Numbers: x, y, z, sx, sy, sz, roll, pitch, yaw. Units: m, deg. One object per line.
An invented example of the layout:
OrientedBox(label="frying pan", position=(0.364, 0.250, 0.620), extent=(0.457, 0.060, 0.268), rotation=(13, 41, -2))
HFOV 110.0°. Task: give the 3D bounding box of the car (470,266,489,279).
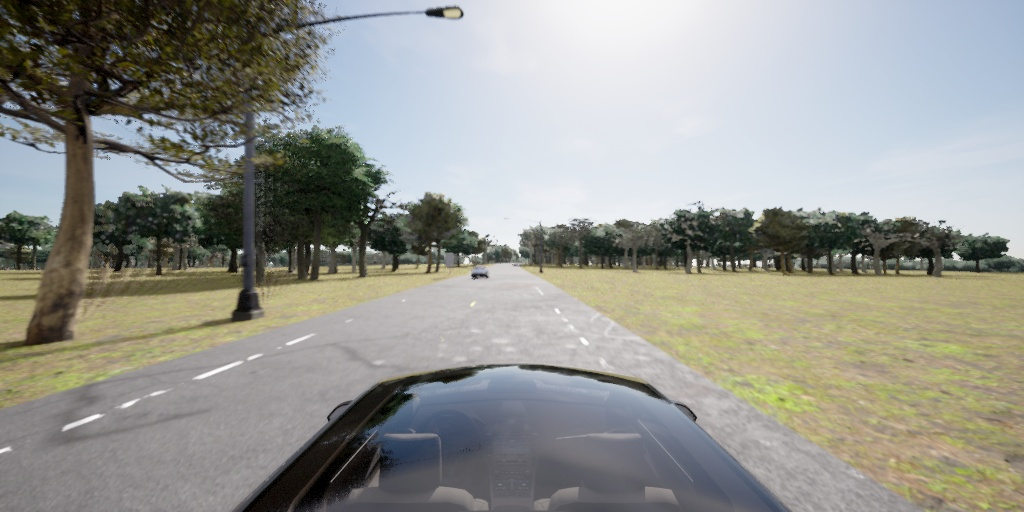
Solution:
OrientedBox(label="car", position=(-3.583, 1.863, 41.086), extent=(2.033, 1.411, 5.357), rotation=(0, -1, 0))
